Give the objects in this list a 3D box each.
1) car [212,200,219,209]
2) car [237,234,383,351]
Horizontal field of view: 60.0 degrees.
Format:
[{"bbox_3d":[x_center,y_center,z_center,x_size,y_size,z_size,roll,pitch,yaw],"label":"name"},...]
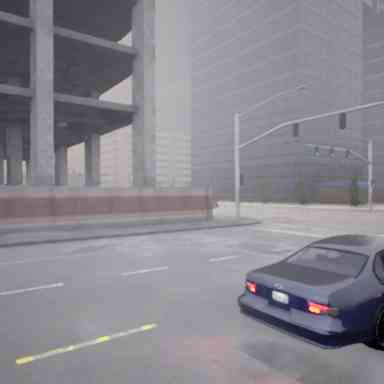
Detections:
[{"bbox_3d":[1.389,1.387,42.116,1.837,1.490,4.892,0,0,-36],"label":"car"},{"bbox_3d":[3.300,1.519,6.146,5.357,1.411,2.033,0,0,-35],"label":"car"}]
